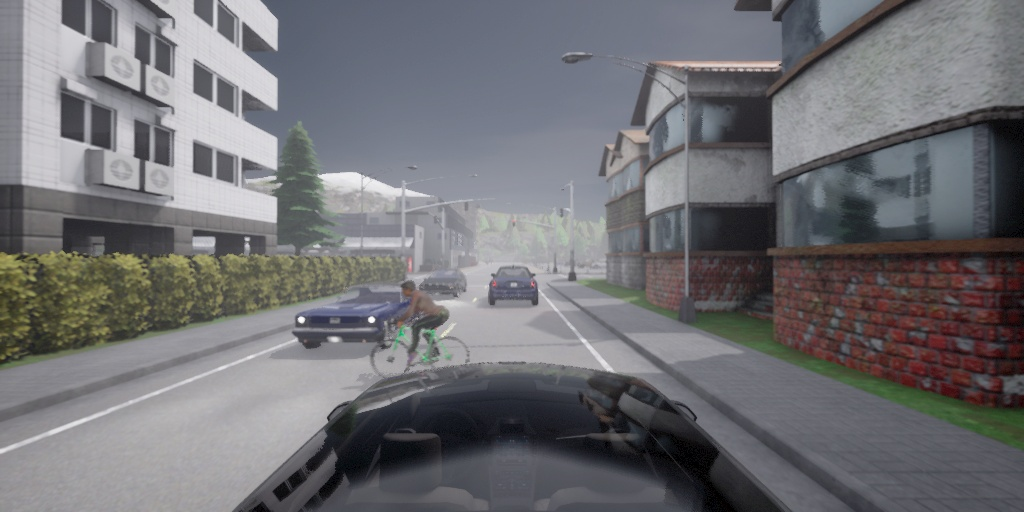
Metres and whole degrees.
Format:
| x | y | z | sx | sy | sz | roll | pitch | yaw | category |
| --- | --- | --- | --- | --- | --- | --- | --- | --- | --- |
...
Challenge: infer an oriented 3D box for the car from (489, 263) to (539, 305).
| x | y | z | sx | sy | sz | roll | pitch | yaw | category |
| --- | --- | --- | --- | --- | --- | --- | --- | --- | --- |
| 0.064 | 1.211 | 16.762 | 2.097 | 1.767 | 4.553 | 0 | 0 | 0 | car |

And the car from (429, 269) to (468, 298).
| x | y | z | sx | sy | sz | roll | pitch | yaw | category |
| --- | --- | --- | --- | --- | --- | --- | --- | --- | --- |
| -3.588 | 1.429 | 19.803 | 2.033 | 1.411 | 5.357 | 0 | 0 | 0 | car |

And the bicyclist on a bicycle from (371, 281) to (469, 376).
| x | y | z | sx | sy | sz | roll | pitch | yaw | category |
| --- | --- | --- | --- | --- | --- | --- | --- | --- | --- |
| -1.545 | 1.234 | 5.966 | 1.656 | 1.620 | 0.582 | -2 | 0 | 0 | bicyclist on a bicycle |

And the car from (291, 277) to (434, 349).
| x | y | z | sx | sy | sz | roll | pitch | yaw | category |
| --- | --- | --- | --- | --- | --- | --- | --- | --- | --- |
| -3.609 | 1.408 | 9.505 | 1.895 | 1.301 | 4.718 | 0 | 0 | 0 | car |
